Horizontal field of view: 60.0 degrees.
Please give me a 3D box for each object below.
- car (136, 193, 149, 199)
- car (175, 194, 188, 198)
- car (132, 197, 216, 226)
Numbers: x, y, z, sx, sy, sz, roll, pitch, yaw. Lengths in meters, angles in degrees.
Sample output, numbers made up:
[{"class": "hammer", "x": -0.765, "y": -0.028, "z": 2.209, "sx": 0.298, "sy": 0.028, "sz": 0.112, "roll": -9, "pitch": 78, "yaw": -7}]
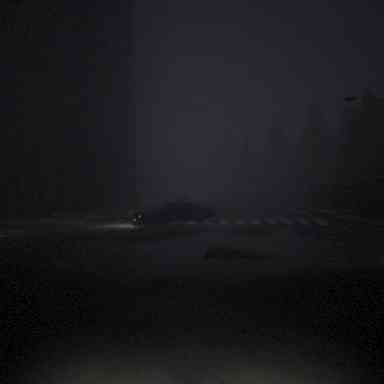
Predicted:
[{"class": "car", "x": -10.104, "y": 0.905, "z": 62.264, "sx": 4.892, "sy": 1.490, "sz": 1.837, "roll": 0, "pitch": 1, "yaw": 41}, {"class": "car", "x": -1.275, "y": 1.061, "z": 40.650, "sx": 1.837, "sy": 1.490, "sz": 4.892, "roll": 0, "pitch": 1, "yaw": 3}, {"class": "car", "x": -1.114, "y": 1.306, "z": 21.584, "sx": 5.357, "sy": 1.411, "sz": 2.033, "roll": -1, "pitch": 1, "yaw": -24}]
